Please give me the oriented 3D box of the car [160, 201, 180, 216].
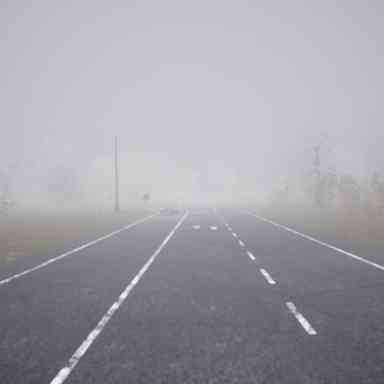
[{"bbox_3d":[-2.392,1.792,36.898,1.812,1.442,4.674,-1,0,2],"label":"car"}]
